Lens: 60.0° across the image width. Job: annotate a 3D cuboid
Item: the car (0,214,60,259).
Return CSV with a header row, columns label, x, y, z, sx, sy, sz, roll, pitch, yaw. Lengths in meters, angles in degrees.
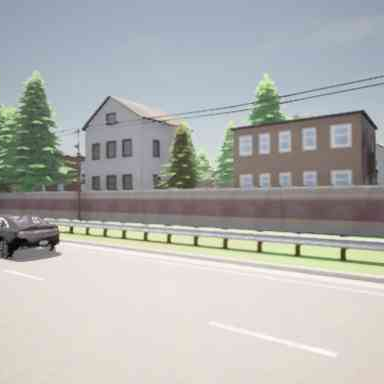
label,x,y,z,sx,sy,sz,roll,pitch,yaw
car,-7.305,1.645,13.405,4.902,1.511,2.128,-1,0,36
